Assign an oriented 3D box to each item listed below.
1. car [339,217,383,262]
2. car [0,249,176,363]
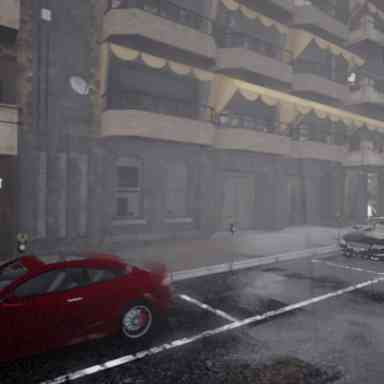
[{"bbox_3d":[6.811,1.542,11.402,4.403,1.369,2.008,0,1,-35],"label":"car"},{"bbox_3d":[-2.220,1.582,4.958,4.206,1.307,1.802,0,1,-35],"label":"car"}]
